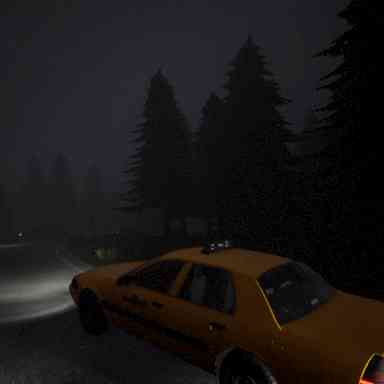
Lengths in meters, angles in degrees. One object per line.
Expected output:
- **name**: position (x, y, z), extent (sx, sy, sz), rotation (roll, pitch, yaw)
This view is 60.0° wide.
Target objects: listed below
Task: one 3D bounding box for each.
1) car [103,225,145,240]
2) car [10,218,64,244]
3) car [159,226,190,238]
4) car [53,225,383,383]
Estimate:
- **car**: position (-7.442, 4.510, 36.950), extent (2.033, 1.411, 5.357), rotation (-4, -8, 20)
- **car**: position (-12.752, 3.222, 28.092), extent (2.150, 2.045, 5.566), rotation (-4, -7, 7)
- **car**: position (-2.326, 5.543, 46.260), extent (1.882, 1.535, 5.008), rotation (-5, -8, 30)
- **car**: position (0.143, 1.440, 4.734), extent (5.366, 1.575, 1.801), rotation (0, 1, 43)
